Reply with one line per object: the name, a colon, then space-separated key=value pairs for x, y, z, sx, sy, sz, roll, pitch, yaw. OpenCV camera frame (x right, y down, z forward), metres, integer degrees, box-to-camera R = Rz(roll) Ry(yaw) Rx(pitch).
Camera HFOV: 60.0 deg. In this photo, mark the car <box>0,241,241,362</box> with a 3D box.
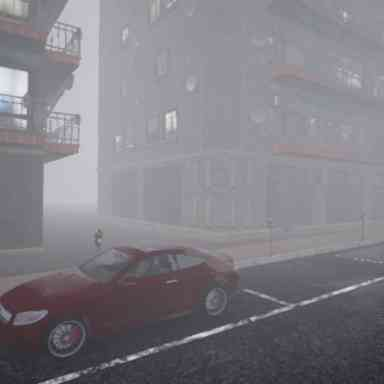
car: x=-0.976 y=1.579 z=5.851 sx=4.206 sy=1.307 sz=1.802 roll=0 pitch=1 yaw=-35
